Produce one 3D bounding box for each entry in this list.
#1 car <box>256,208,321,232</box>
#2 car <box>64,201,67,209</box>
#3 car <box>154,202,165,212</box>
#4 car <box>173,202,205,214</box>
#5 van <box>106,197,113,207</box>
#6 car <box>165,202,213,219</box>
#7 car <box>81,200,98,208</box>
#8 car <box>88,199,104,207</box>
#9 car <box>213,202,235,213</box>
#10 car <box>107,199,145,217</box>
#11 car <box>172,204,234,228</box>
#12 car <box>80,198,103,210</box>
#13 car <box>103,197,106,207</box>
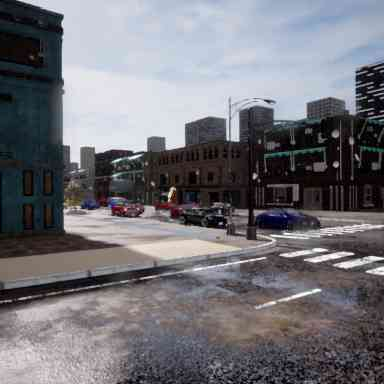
[{"bbox_3d":[6.050,1.717,21.301,1.994,1.385,4.181,-1,0,-32],"label":"car"},{"bbox_3d":[-23.167,2.232,58.380,1.752,1.417,4.829,-1,0,-35],"label":"car"},{"bbox_3d":[-3.607,1.966,45.330,1.802,1.307,4.206,-2,0,-35],"label":"car"},{"bbox_3d":[-0.401,1.903,40.819,1.802,1.307,4.206,-2,0,-35],"label":"car"},{"bbox_3d":[-13.234,1.907,58.864,1.690,1.788,3.998,-1,0,-35],"label":"van"},{"bbox_3d":[-0.355,1.850,30.775,1.994,1.385,4.181,-1,0,-35],"label":"car"},{"bbox_3d":[-19.493,2.194,63.237,1.812,1.442,4.674,-1,0,-35],"label":"car"},{"bbox_3d":[-19.643,2.227,67.887,1.887,1.381,4.507,-1,0,-35],"label":"car"},{"bbox_3d":[2.805,1.809,36.307,2.008,1.369,4.403,-2,0,-35],"label":"car"},{"bbox_3d":[-7.233,1.846,35.962,1.967,1.590,4.097,-1,0,-35],"label":"car"},{"bbox_3d":[0.711,1.814,24.581,1.947,1.339,4.313,-2,0,-35],"label":"car"},{"bbox_3d":[-16.633,2.123,53.845,1.882,1.535,5.008,-1,0,-35],"label":"car"},{"bbox_3d":[-16.442,1.939,63.375,2.192,1.841,5.009,-1,0,-35],"label":"car"}]
